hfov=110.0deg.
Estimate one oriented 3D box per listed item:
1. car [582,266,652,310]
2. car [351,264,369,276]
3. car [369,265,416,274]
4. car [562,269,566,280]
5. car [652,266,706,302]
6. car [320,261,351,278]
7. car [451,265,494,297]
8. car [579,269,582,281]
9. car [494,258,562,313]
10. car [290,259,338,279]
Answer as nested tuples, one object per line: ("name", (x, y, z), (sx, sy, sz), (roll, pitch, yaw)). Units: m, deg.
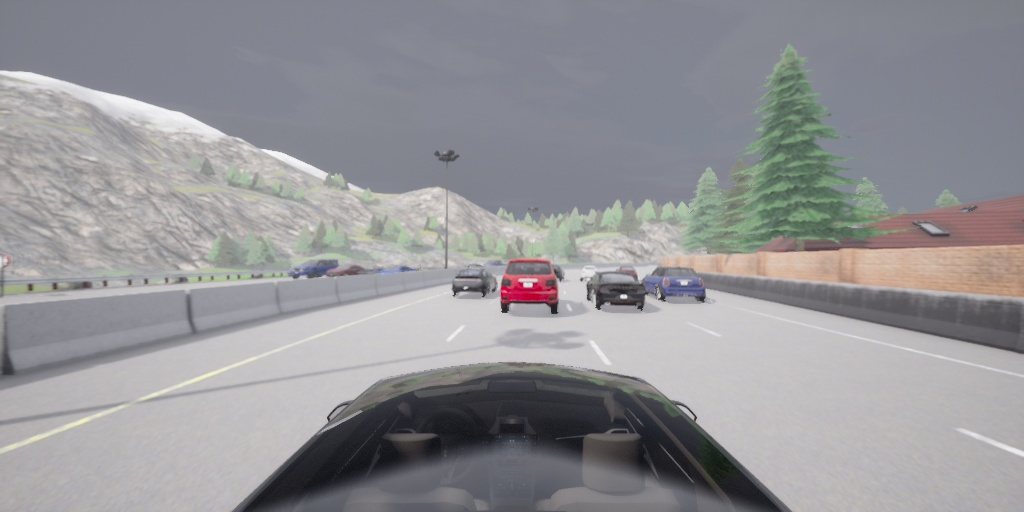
("car", (4.425, 1.408, 15.923), (1.882, 1.535, 5.008), (0, -1, 5))
("car", (-13.788, 1.680, 36.137), (1.994, 1.385, 4.181), (0, -1, 12))
("car", (-10.787, 1.570, 33.434), (1.882, 1.535, 5.008), (0, -1, 12))
("car", (4.161, 1.665, 35.480), (1.837, 1.490, 4.892), (0, -1, 13))
("car", (8.303, 1.327, 18.869), (2.097, 1.767, 4.553), (0, -1, 7))
("car", (-17.104, 1.599, 37.400), (1.882, 1.535, 5.008), (0, -1, 12))
("car", (-2.058, 1.459, 20.680), (2.128, 1.511, 4.902), (0, -1, 7))
("car", (7.901, 1.705, 36.118), (1.812, 1.442, 4.674), (0, -1, 13))
("car", (0.818, 1.131, 15.083), (2.150, 2.045, 5.566), (0, -1, 6))
("car", (-20.588, 1.342, 37.909), (2.150, 2.045, 5.566), (0, -1, 12))
